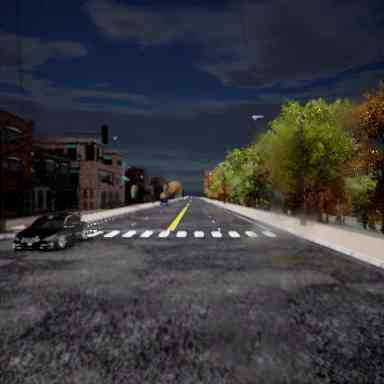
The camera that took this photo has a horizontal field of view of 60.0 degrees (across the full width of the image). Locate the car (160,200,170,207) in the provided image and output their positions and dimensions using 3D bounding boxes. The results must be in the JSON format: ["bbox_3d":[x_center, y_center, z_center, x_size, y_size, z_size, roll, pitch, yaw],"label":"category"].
[{"bbox_3d":[-6.001,2.422,72.878,1.812,1.442,4.674,0,-1,0],"label":"car"}]

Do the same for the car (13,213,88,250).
[{"bbox_3d":[-6.345,1.787,15.472,1.837,1.490,4.892,0,0,0],"label":"car"}]
